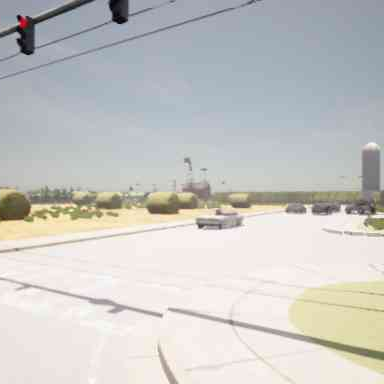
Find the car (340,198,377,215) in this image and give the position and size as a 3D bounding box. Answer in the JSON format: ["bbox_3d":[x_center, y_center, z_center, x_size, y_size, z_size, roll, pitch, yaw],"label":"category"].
[{"bbox_3d":[20.652,1.735,40.751,1.905,1.878,3.866,-5,-1,-13],"label":"car"}]

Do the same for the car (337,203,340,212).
[{"bbox_3d":[20.991,2.208,49.717,1.837,1.490,4.892,0,-1,30],"label":"car"}]

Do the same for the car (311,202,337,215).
[{"bbox_3d":[15.967,2.012,40.849,2.128,1.511,4.902,-1,-2,30],"label":"car"}]

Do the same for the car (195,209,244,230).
[{"bbox_3d":[2.034,1.890,23.744,1.895,1.301,4.718,0,-1,30],"label":"car"}]

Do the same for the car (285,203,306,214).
[{"bbox_3d":[13.882,2.162,44.391,1.994,1.385,4.181,0,-1,30],"label":"car"}]
